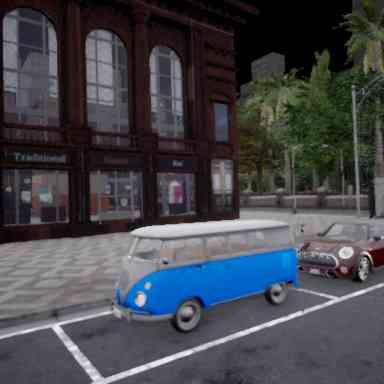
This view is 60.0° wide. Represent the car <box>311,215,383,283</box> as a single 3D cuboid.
[{"bbox_3d":[4.876,1.565,10.007,4.097,1.590,1.967,-1,-2,-35],"label":"car"}]

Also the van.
[{"bbox_3d":[0.437,1.517,6.885,3.998,1.788,1.690,-1,-2,-35],"label":"van"}]
